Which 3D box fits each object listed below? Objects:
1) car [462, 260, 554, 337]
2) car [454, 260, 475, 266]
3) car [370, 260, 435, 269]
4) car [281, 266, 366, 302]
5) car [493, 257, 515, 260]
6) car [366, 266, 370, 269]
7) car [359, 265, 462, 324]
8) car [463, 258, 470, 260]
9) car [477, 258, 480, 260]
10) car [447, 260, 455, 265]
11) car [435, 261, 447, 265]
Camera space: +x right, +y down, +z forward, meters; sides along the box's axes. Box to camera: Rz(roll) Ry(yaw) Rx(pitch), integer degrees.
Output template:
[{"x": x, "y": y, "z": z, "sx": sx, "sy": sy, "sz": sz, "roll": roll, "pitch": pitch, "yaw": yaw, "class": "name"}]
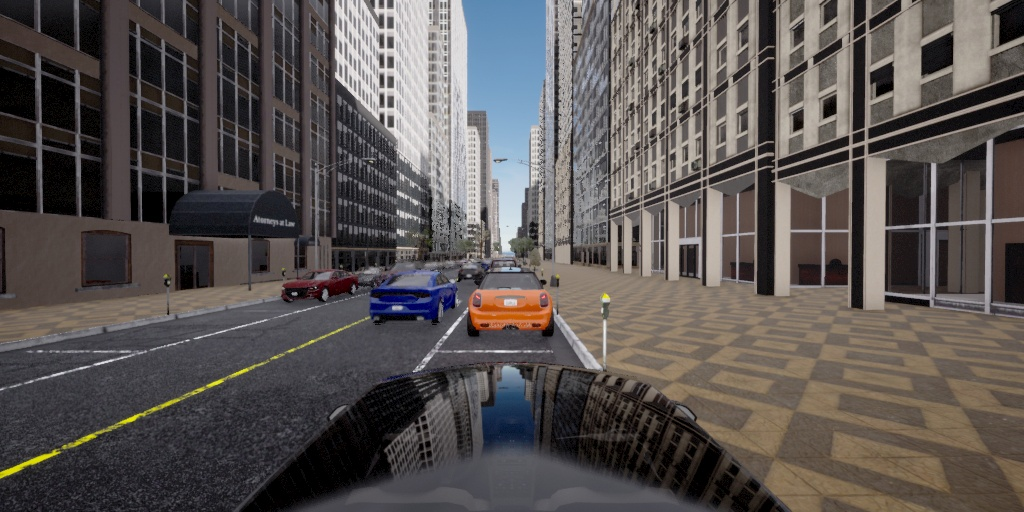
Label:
[{"x": -0.033, "y": 1.101, "z": 10.471, "sx": 2.097, "sy": 1.767, "sz": 4.553, "roll": 0, "pitch": 0, "yaw": 0, "class": "car"}, {"x": -3.158, "y": 1.271, "z": 28.471, "sx": 1.812, "sy": 1.442, "sz": 4.674, "roll": 0, "pitch": 0, "yaw": 0, "class": "car"}, {"x": -6.246, "y": 1.098, "z": 21.055, "sx": 2.097, "sy": 1.767, "sz": 4.553, "roll": 0, "pitch": 0, "yaw": 0, "class": "car"}, {"x": -8.837, "y": 1.292, "z": 16.839, "sx": 1.888, "sy": 1.381, "sz": 4.507, "roll": 0, "pitch": 0, "yaw": 0, "class": "car"}, {"x": -0.457, "y": 1.061, "z": 22.523, "sx": 2.192, "sy": 1.841, "sz": 5.009, "roll": 0, "pitch": 0, "yaw": 0, "class": "car"}, {"x": -8.838, "y": 1.297, "z": 22.523, "sx": 2.007, "sy": 1.370, "sz": 4.403, "roll": 0, "pitch": 0, "yaw": 0, "class": "car"}, {"x": -3.046, "y": 1.226, "z": 11.988, "sx": 1.882, "sy": 1.535, "sz": 5.008, "roll": 0, "pitch": 0, "yaw": 0, "class": "car"}, {"x": -8.837, "y": 1.319, "z": 62.308, "sx": 1.802, "sy": 1.307, "sz": 4.207, "roll": 0, "pitch": 0, "yaw": 0, "class": "car"}, {"x": -3.046, "y": 1.219, "z": 45.232, "sx": 1.882, "sy": 1.535, "sz": 5.008, "roll": 0, "pitch": 0, "yaw": 0, "class": "car"}, {"x": -8.837, "y": 1.291, "z": 50.940, "sx": 2.007, "sy": 1.370, "sz": 4.403, "roll": 0, "pitch": 0, "yaw": 0, "class": "car"}, {"x": -8.837, "y": 1.293, "z": 39.574, "sx": 2.007, "sy": 1.370, "sz": 4.403, "roll": 0, "pitch": 0, "yaw": 0, "class": "car"}]
